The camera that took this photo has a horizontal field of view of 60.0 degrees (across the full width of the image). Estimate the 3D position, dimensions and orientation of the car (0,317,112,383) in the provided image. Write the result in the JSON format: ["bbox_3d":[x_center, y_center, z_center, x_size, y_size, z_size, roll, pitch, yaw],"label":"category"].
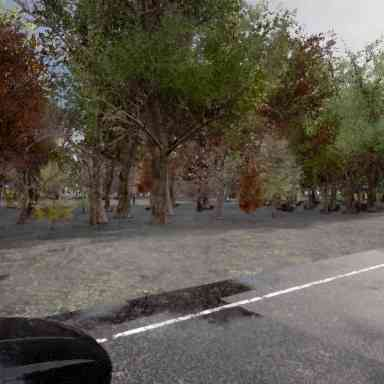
[{"bbox_3d":[-2.874,1.477,1.692,5.008,1.535,1.882,0,0,-36],"label":"car"}]
